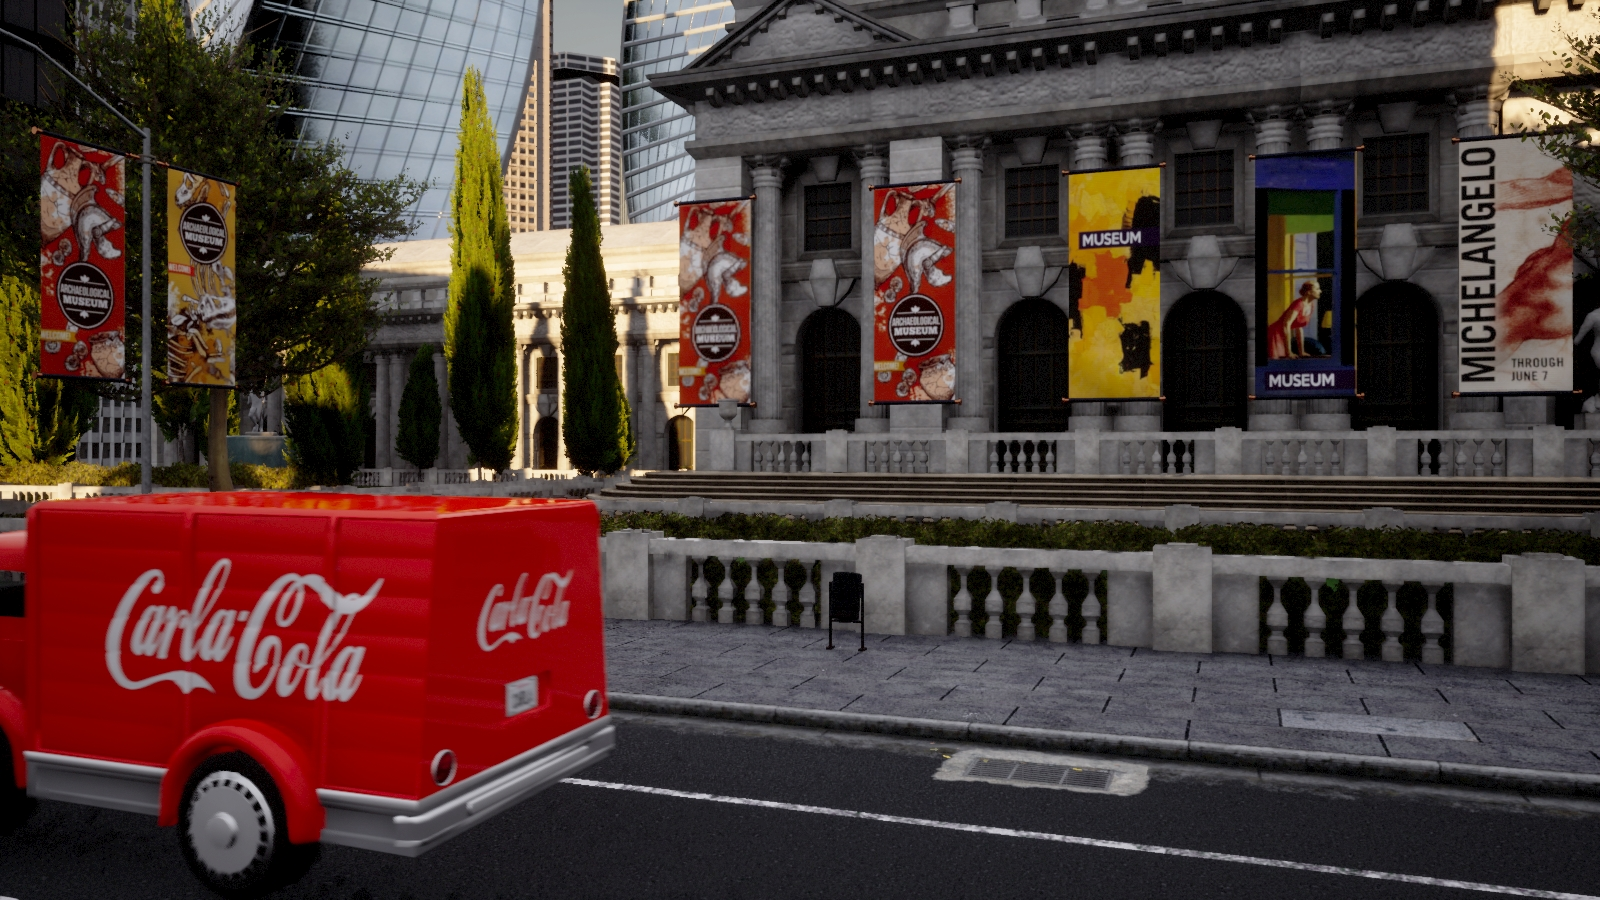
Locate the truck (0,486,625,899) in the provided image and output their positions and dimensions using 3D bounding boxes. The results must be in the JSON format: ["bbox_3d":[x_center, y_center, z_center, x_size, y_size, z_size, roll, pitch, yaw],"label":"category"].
[{"bbox_3d":[-4.266,1.568,8.614,5.204,2.467,2.627,0,0,19],"label":"truck"}]
